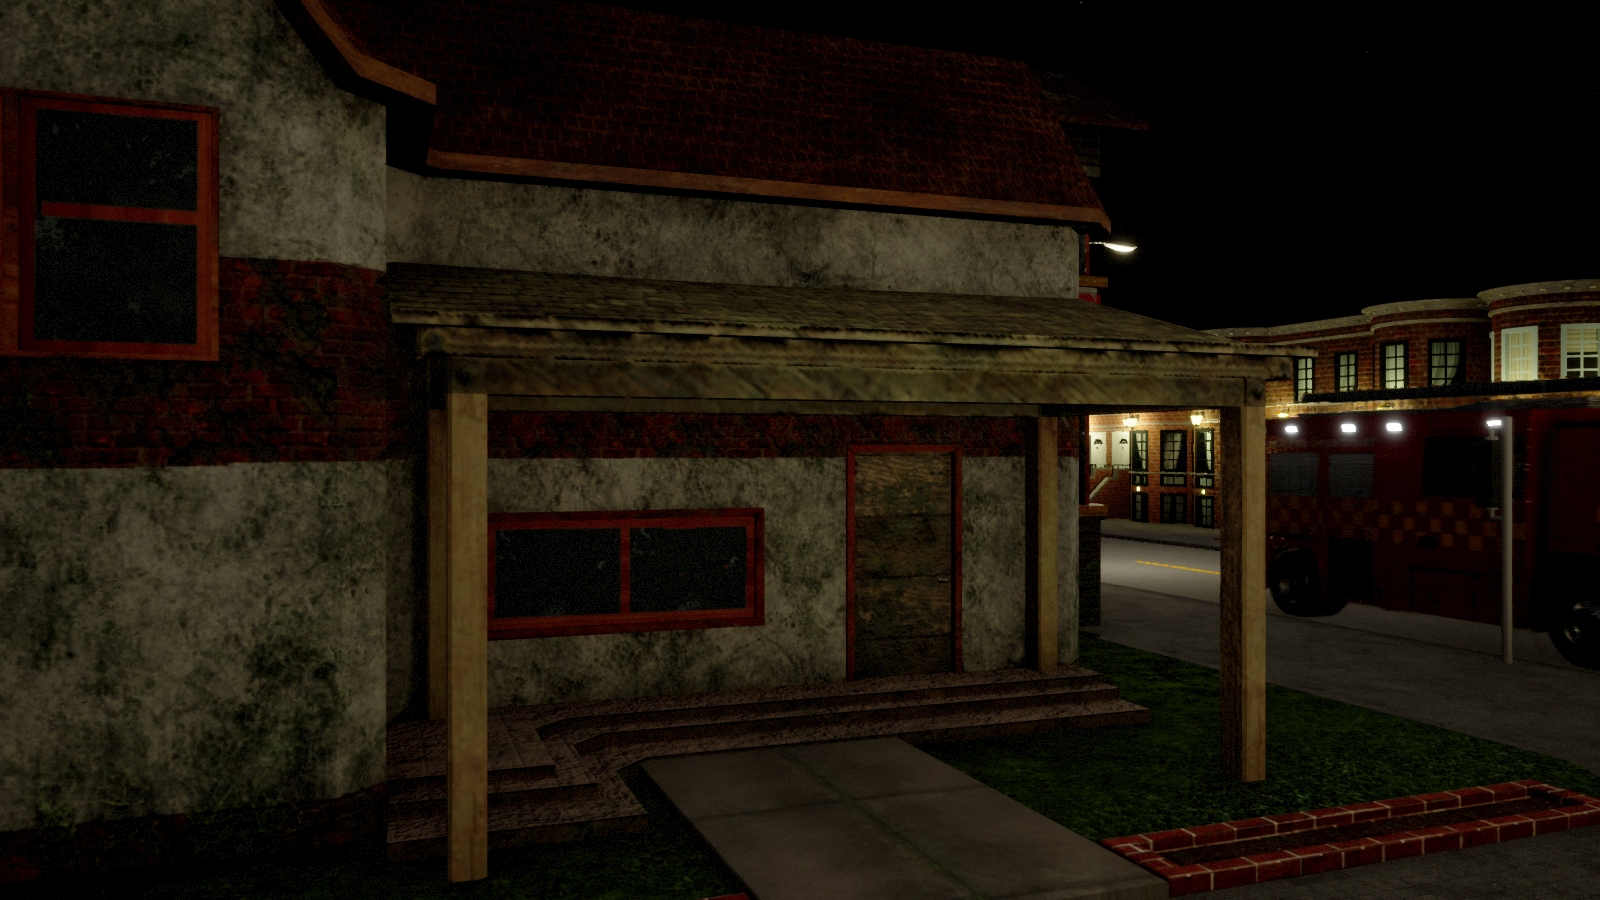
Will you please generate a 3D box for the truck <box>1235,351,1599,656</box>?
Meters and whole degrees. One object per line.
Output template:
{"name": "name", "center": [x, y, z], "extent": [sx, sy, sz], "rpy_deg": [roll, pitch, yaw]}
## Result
{"name": "truck", "center": [10.601, 0.670, 16.931], "extent": [2.891, 3.827, 8.468], "rpy_deg": [0, 0, -20]}
